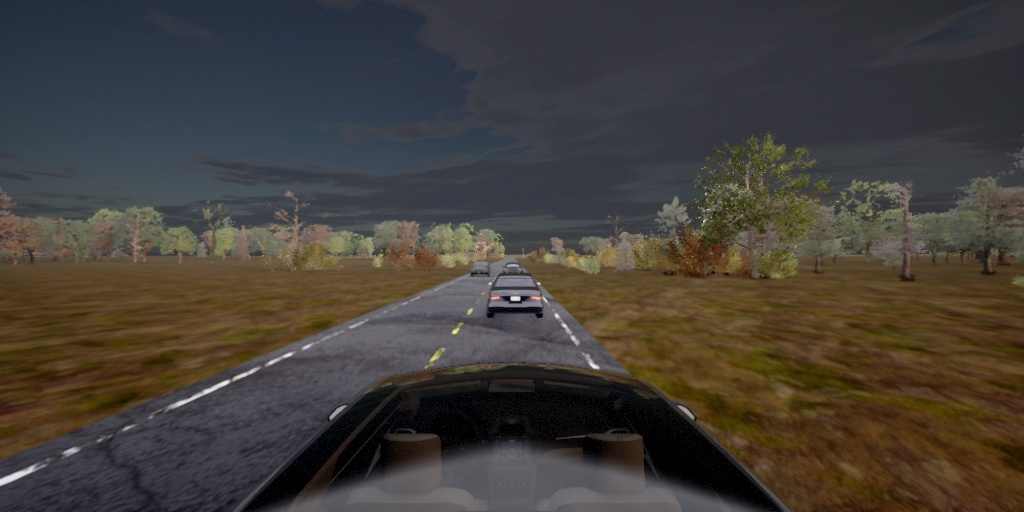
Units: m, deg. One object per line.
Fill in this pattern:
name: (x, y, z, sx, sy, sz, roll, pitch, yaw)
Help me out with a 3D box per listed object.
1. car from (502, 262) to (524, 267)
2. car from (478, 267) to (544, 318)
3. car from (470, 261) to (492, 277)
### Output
car: (0.093, 1.274, 32.426, 1.812, 1.442, 4.674, 0, 0, 0)
car: (0.099, 1.297, 13.019, 2.033, 1.411, 5.357, 0, 0, 0)
car: (-3.045, 1.254, 35.729, 1.837, 1.490, 4.892, 0, 0, 0)
